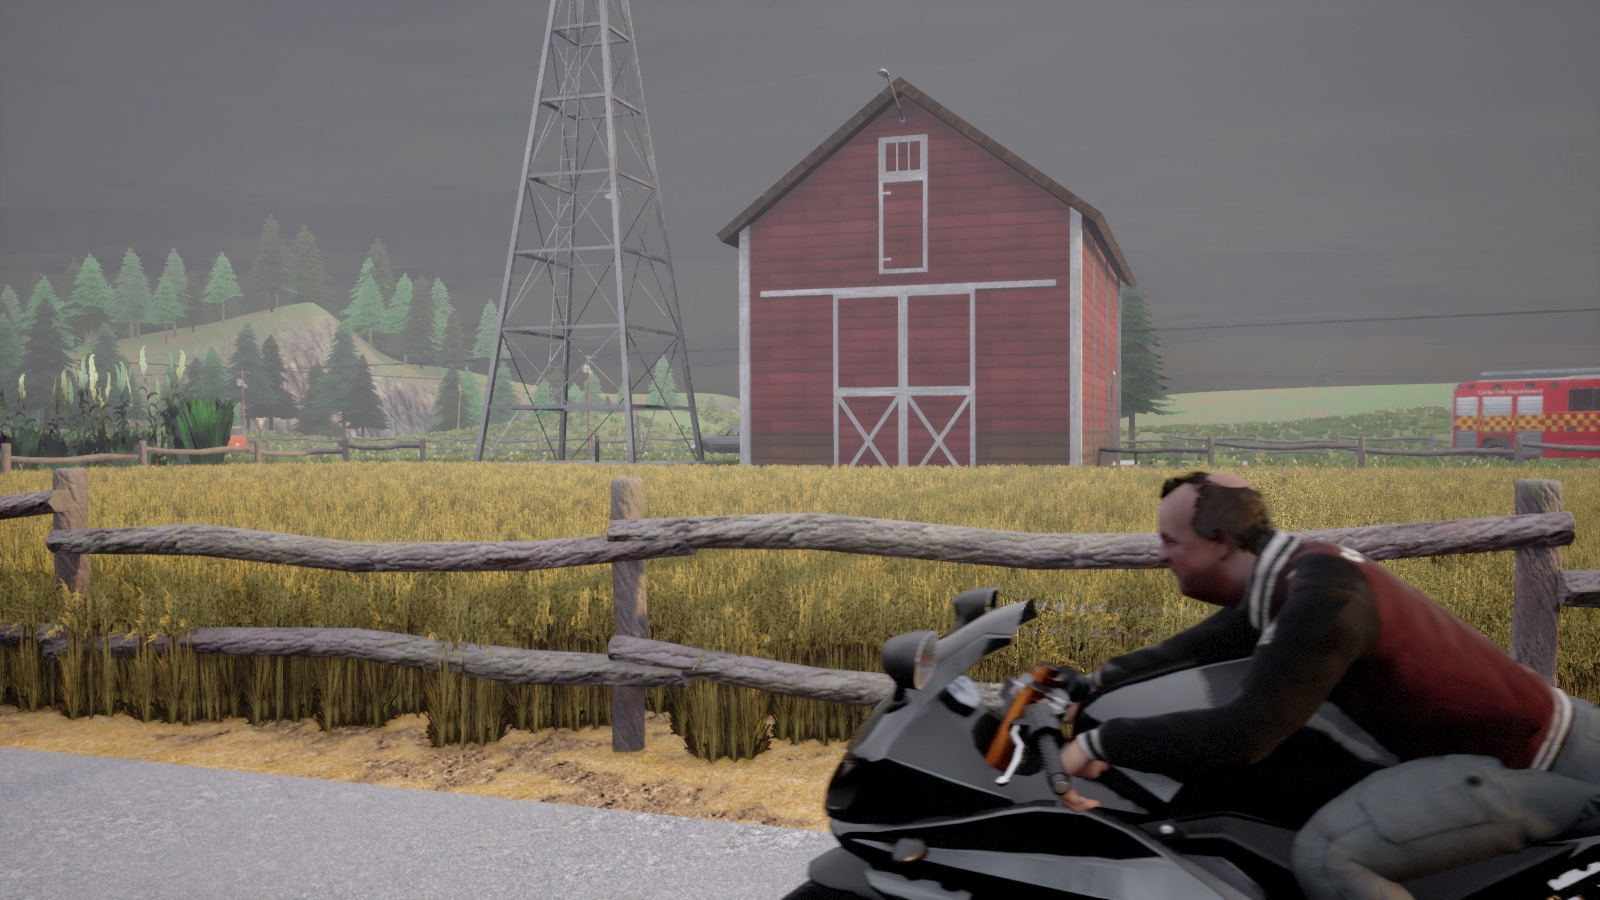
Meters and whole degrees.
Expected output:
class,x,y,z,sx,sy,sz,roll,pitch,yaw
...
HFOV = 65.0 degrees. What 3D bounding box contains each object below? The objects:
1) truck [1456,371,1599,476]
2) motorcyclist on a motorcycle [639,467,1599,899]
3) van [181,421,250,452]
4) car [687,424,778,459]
class,x,y,z,sx,sy,sz,roll,pitch,yaw
truck,29.869,-0.988,47.554,2.891,3.827,8.468,0,1,-36
motorcyclist on a motorcycle,0.866,0.825,2.480,2.191,1.530,0.866,1,1,19
van,-39.389,-0.923,84.639,4.442,1.987,1.775,1,1,25
car,-3.699,-0.468,68.533,4.605,1.855,1.932,1,1,24
